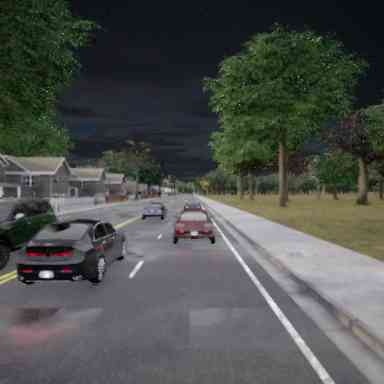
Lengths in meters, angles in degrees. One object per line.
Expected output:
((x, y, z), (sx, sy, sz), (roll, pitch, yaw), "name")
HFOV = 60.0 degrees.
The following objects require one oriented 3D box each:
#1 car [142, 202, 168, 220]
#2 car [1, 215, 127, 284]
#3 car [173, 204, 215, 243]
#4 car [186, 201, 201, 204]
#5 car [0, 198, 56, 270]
((-3.165, 1.594, 28.938), (2.033, 1.411, 5.357), (0, 0, 0), "car")
((-3.155, 1.522, 9.631), (1.837, 1.490, 4.892), (0, 0, 0), "car")
((0.090, 1.552, 16.155), (1.812, 1.442, 4.674), (0, 0, 0), "car")
((0.081, 1.661, 37.805), (1.895, 1.301, 4.718), (0, 0, 0), "car")
((-6.545, 1.240, 11.371), (2.150, 2.045, 5.566), (0, 0, 1), "car")
